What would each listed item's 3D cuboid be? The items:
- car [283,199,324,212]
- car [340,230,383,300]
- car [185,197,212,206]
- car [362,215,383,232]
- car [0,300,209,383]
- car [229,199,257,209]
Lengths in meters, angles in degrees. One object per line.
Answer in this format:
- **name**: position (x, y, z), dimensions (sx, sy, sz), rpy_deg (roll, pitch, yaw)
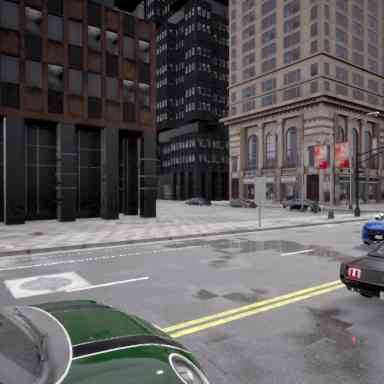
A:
- **car**: position (12.717, 1.517, 38.213), dimensions (2.128, 1.511, 4.902), rpy_deg (0, 0, -35)
- **car**: position (5.347, 1.601, 7.255), dimensions (4.718, 1.301, 1.895), rpy_deg (0, 0, -35)
- **car**: position (0.986, 1.597, 54.809), dimensions (2.033, 1.411, 5.357), rpy_deg (0, 0, -36)
- **car**: position (9.239, 1.477, 14.273), dimensions (5.008, 1.535, 1.882), rpy_deg (0, 0, -36)
- **car**: position (-1.997, 1.352, 2.014), dimensions (4.553, 1.767, 2.097), rpy_deg (0, 0, -35)
- **car**: position (7.050, 1.601, 46.215), dimensions (1.994, 1.385, 4.181), rpy_deg (0, 0, -36)
